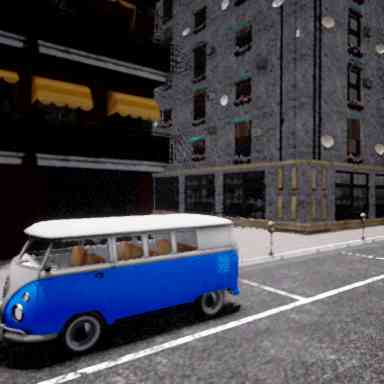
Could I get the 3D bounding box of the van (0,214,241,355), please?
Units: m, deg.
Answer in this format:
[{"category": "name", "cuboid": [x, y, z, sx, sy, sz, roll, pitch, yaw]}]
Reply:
[{"category": "van", "cuboid": [-0.992, 1.326, 5.792, 3.998, 1.788, 1.690, 0, 1, -36]}]
